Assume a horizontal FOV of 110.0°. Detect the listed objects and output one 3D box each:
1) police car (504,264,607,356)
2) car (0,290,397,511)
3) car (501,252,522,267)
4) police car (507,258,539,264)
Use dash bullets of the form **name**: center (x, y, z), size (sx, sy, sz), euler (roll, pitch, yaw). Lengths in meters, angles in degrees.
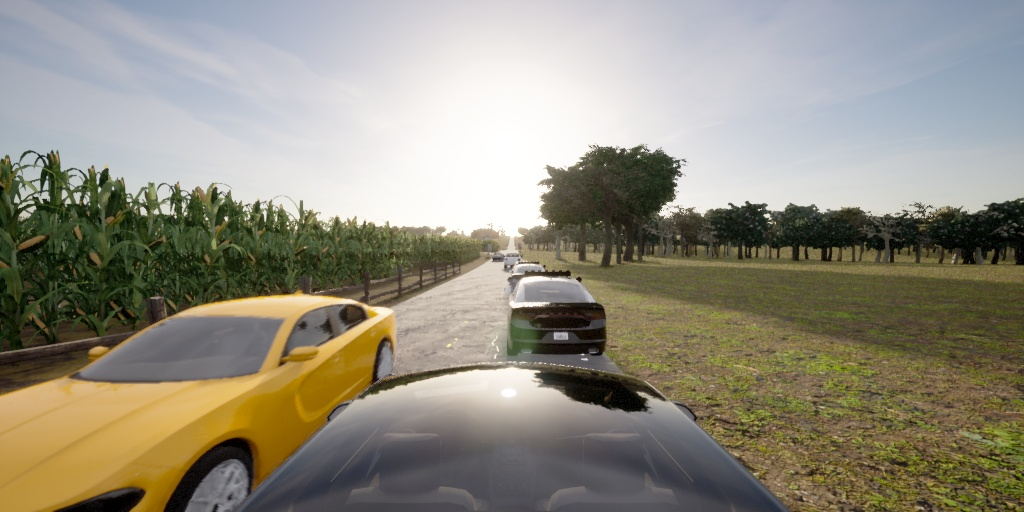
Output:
- **police car**: center (0.843, 1.154, 8.721), size (1.930, 1.638, 5.238), euler (0, 0, 0)
- **car**: center (-2.843, 1.225, 3.954), size (1.882, 1.535, 5.008), euler (0, 0, 0)
- **car**: center (0.129, 0.527, 46.107), size (2.150, 2.045, 5.566), euler (0, 1, 1)
- **police car**: center (0.865, 1.090, 18.722), size (1.930, 1.638, 5.238), euler (0, 0, 0)
